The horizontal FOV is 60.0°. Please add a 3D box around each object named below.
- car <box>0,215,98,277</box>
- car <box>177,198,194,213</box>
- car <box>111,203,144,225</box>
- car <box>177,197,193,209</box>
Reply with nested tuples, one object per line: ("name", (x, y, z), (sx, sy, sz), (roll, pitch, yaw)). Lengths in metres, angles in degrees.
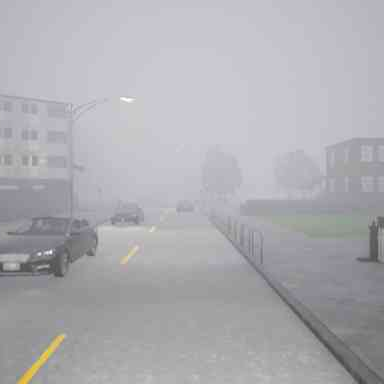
("car", (-4.314, 1.508, 10.332), (2.128, 1.511, 4.902), (0, 0, -1))
("car", (-0.762, 1.621, 38.388), (1.994, 1.385, 4.181), (0, 0, -1))
("car", (-4.610, 1.562, 24.298), (1.812, 1.442, 4.674), (0, 0, -1))
("car", (-1.023, 1.563, 48.286), (2.128, 1.511, 4.902), (0, 0, -1))
